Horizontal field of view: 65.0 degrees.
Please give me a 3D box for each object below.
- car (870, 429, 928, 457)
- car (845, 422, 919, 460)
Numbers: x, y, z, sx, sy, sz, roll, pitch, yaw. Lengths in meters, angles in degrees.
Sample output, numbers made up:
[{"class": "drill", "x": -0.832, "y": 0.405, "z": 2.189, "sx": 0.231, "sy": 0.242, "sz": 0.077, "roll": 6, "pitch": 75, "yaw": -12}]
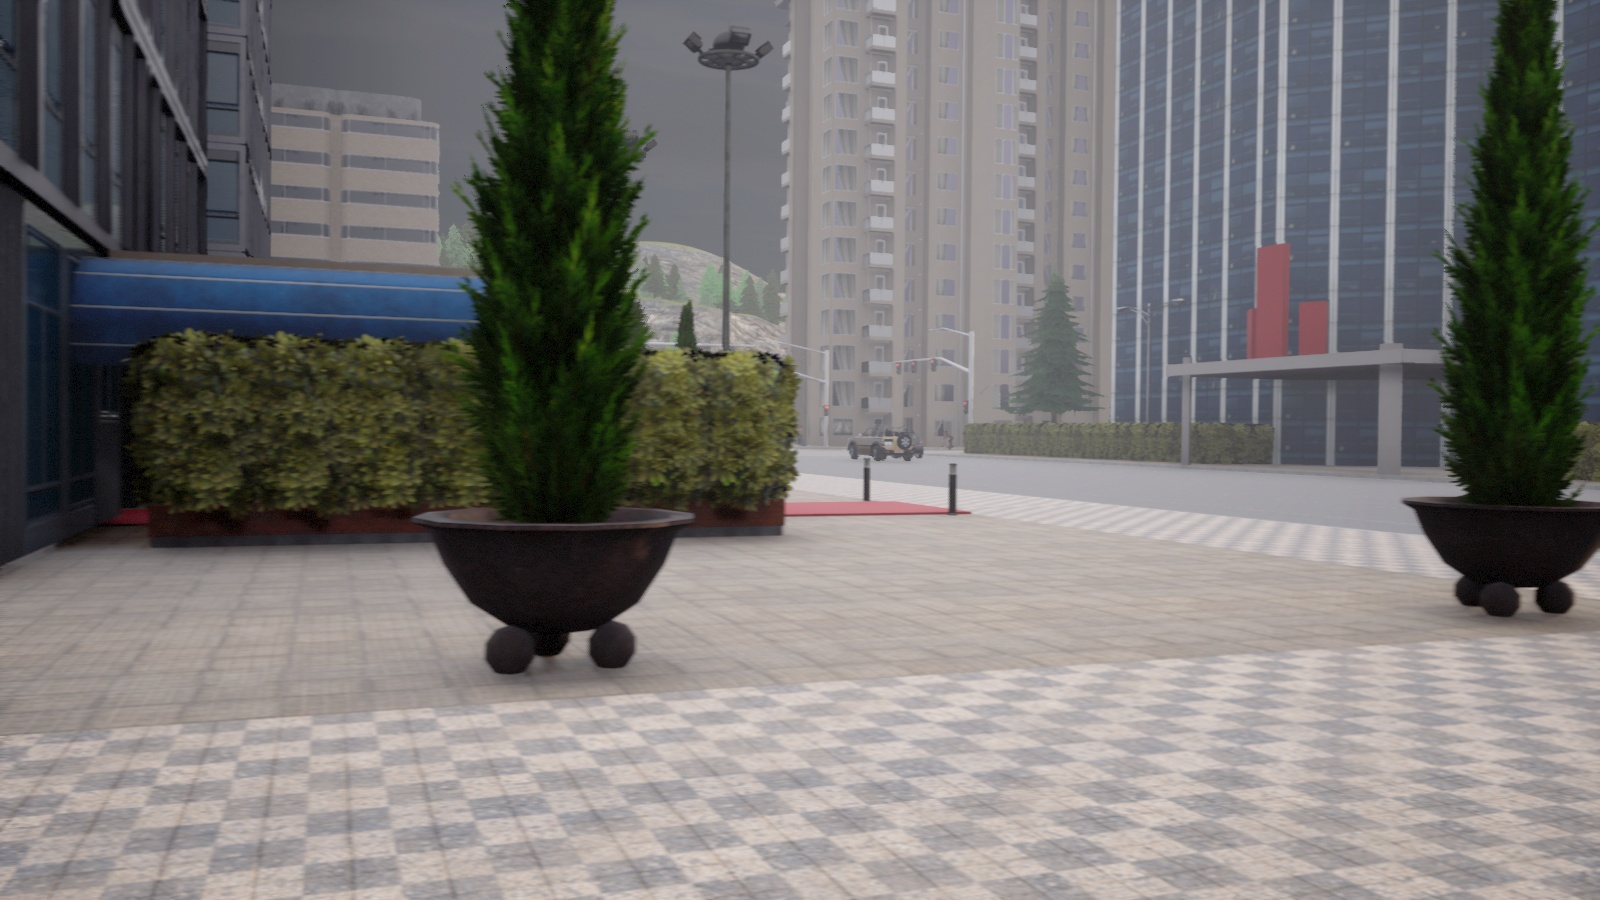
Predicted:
[{"class": "car", "x": 5.465, "y": -0.383, "z": 69.825, "sx": 1.845, "sy": 1.501, "sz": 3.633, "roll": -1, "pitch": 1, "yaw": -21}, {"class": "car", "x": 4.105, "y": -0.465, "z": 63.637, "sx": 1.932, "sy": 1.855, "sz": 4.605, "roll": -1, "pitch": 1, "yaw": -21}]
